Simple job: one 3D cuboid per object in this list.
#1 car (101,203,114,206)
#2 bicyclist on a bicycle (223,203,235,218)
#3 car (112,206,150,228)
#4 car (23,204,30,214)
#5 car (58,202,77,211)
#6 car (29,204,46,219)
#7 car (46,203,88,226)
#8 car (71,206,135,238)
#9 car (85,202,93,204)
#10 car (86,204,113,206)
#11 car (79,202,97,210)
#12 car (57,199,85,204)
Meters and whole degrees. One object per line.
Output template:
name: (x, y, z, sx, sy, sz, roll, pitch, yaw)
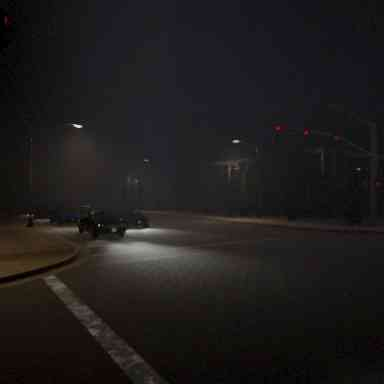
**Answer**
car: (-13.575, 2.403, 52.173, 2.033, 1.411, 5.357, 1, -1, -33)
bicyclist on a bicycle: (3.797, 1.923, 34.339, 1.656, 1.620, 0.582, 0, -1, -33)
car: (-4.873, 2.020, 25.686, 1.994, 1.385, 4.181, 1, -1, -33)
car: (-21.520, 2.278, 44.936, 1.994, 1.385, 4.181, 1, -1, -33)
car: (-21.910, 2.479, 58.479, 2.033, 1.411, 5.357, 1, -1, -33)
car: (-16.144, 2.145, 36.603, 2.033, 1.411, 5.357, 1, -1, -33)
car: (-10.741, 1.958, 28.293, 1.882, 1.535, 5.008, 1, -1, -33)
car: (-5.578, 1.859, 20.328, 2.128, 1.511, 4.902, 1, -1, -32)
car: (-16.694, 2.311, 50.555, 2.128, 1.511, 4.902, 1, -1, -33)
car: (-9.648, 2.160, 33.029, 1.895, 1.301, 4.718, 1, -1, -33)
car: (-18.875, 2.569, 60.231, 1.895, 1.301, 4.718, 1, -1, -33)
car: (-15.952, 1.920, 42.757, 2.150, 2.045, 5.566, 1, -1, -33)
